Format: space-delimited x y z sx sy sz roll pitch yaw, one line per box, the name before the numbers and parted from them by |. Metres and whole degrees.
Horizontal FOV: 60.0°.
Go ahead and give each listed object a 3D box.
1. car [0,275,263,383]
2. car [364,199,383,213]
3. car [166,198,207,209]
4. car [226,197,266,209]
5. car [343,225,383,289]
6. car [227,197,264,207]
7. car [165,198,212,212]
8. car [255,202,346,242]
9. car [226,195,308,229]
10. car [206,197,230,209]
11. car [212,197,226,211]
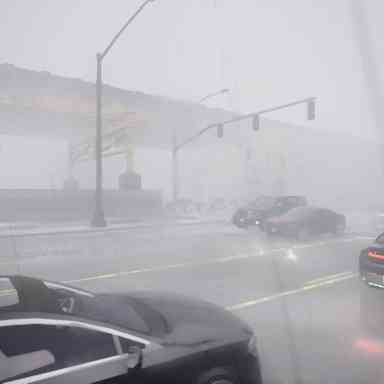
car | -1.529 1.491 2.664 4.902 1.511 2.128 0 0 -35
car | 20.834 1.501 36.541 4.892 1.490 1.837 0 0 -37
car | -0.582 1.293 38.024 4.536 1.218 1.853 0 0 8
car | 7.143 1.450 44.440 4.974 1.542 2.038 0 0 -7
car | 5.901 1.504 7.947 4.892 1.490 1.837 0 0 -35
car | 7.092 1.292 44.434 4.536 1.218 1.853 0 0 -7
car | -0.530 1.451 38.017 4.974 1.542 2.038 0 0 8
car | 5.730 1.477 16.652 5.008 1.535 1.882 0 0 -36
car | 5.014 1.220 20.298 5.566 2.045 2.150 0 0 -37
car | 3.238 1.293 40.741 1.853 1.218 4.536 0 0 18
car | 3.222 1.450 40.692 2.038 1.542 4.974 0 0 18
